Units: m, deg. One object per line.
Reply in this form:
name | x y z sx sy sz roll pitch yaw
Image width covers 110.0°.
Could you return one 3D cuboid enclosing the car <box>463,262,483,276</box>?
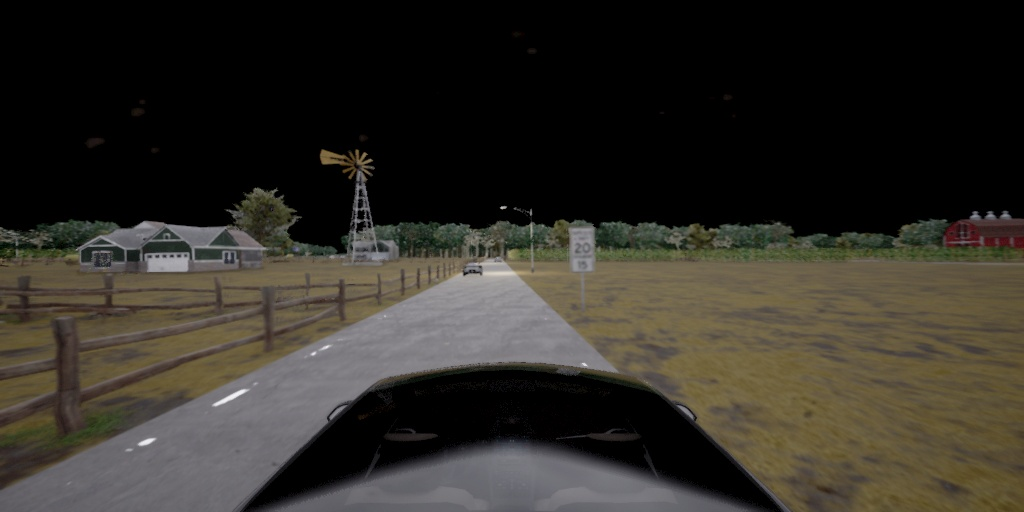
car | -4.120 1.396 38.539 1.994 1.385 4.181 -1 0 -2
